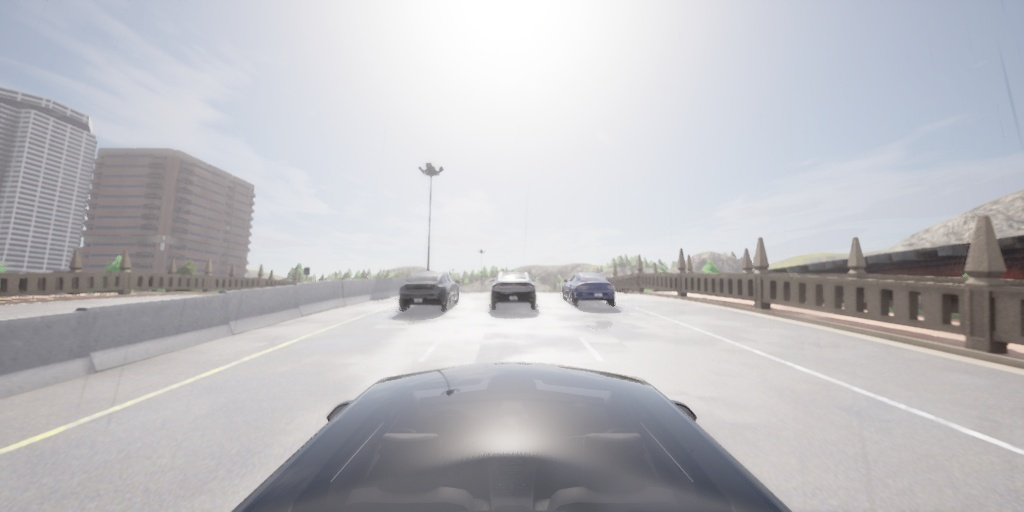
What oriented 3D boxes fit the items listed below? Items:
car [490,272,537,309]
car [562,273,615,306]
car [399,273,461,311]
[{"bbox_3d":[0.059,1.461,15.975,2.128,1.511,4.902,0,-2,0],"label":"car"},{"bbox_3d":[3.556,1.537,17.071,1.812,1.442,4.674,0,-2,0],"label":"car"},{"bbox_3d":[-3.439,1.458,15.554,1.837,1.490,4.892,0,-2,0],"label":"car"}]
